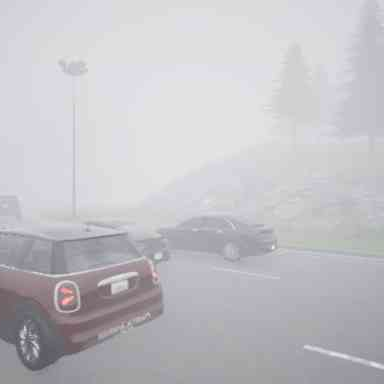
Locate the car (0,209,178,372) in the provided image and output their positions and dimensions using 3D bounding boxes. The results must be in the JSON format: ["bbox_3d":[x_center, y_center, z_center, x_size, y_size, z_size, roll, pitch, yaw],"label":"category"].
[{"bbox_3d":[-2.740,1.359,5.921,4.553,1.767,2.097,0,0,36],"label":"car"}]

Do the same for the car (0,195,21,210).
[{"bbox_3d":[-15.673,1.261,27.863,2.150,2.045,5.566,0,0,-32],"label":"car"}]

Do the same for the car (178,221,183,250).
[{"bbox_3d":[-2.767,1.536,10.254,4.674,1.442,1.812,0,0,36],"label":"car"}]

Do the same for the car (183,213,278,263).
[{"bbox_3d":[0.639,1.515,12.113,4.892,1.490,1.837,0,0,36],"label":"car"}]
